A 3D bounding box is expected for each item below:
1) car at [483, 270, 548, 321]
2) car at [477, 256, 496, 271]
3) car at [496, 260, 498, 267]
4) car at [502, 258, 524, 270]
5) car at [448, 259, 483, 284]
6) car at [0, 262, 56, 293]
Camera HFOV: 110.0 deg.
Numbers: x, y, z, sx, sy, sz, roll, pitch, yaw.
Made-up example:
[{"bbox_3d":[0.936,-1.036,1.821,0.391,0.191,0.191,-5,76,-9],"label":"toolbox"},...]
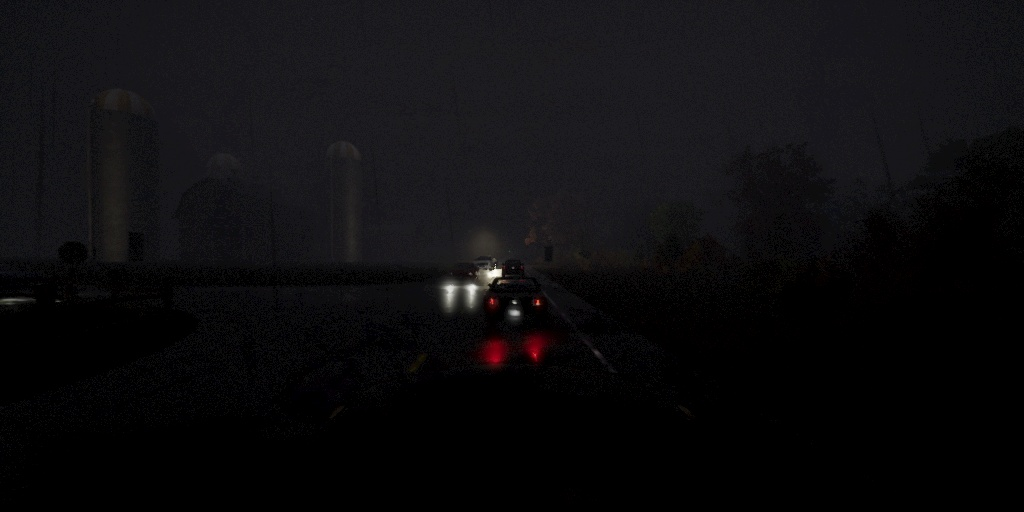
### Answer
[{"bbox_3d":[0.100,1.349,12.477,1.895,1.301,4.718,0,0,0],"label":"car"},{"bbox_3d":[-3.578,0.967,46.311,2.150,2.045,5.566,0,0,0],"label":"car"},{"bbox_3d":[-3.508,1.229,64.648,2.128,1.511,4.902,0,0,0],"label":"car"},{"bbox_3d":[0.100,1.097,34.401,2.097,1.767,4.553,0,0,0],"label":"car"},{"bbox_3d":[-3.600,1.224,27.423,1.882,1.535,5.008,0,0,0],"label":"car"},{"bbox_3d":[-23.174,0.948,15.733,4.674,1.442,1.812,1,1,-1],"label":"car"}]
